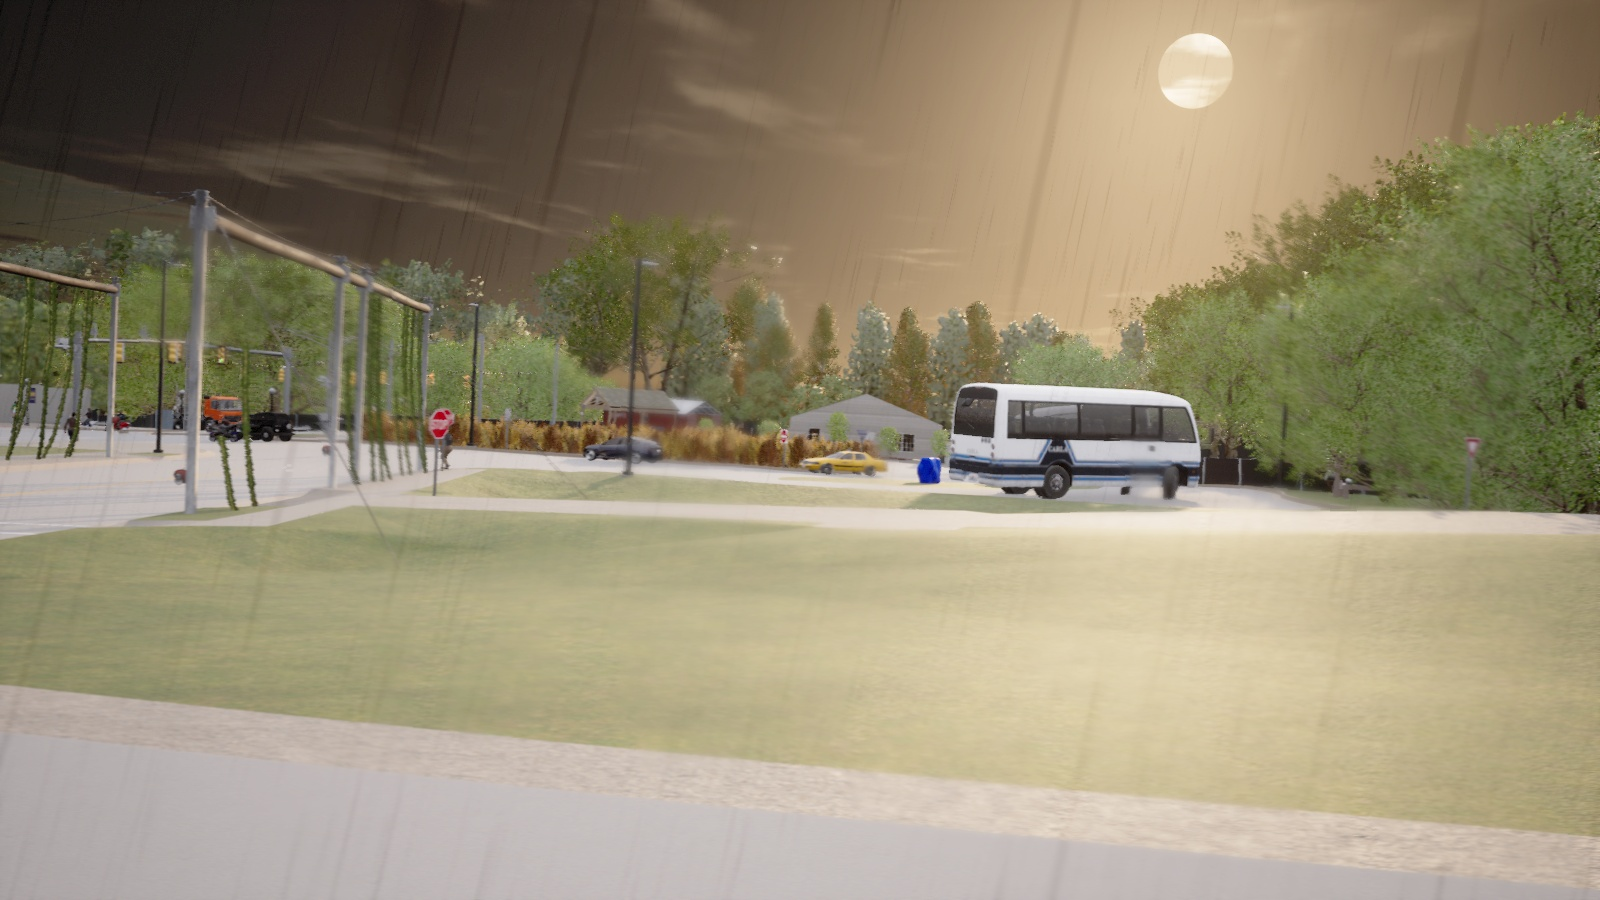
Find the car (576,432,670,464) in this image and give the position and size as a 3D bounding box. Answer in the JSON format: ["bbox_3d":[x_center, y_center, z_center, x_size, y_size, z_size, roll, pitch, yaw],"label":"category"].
[{"bbox_3d":[-10.109,-0.109,71.742,4.792,1.488,2.163,4,2,23],"label":"car"}]

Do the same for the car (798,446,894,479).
[{"bbox_3d":[2.712,0.722,74.037,5.366,1.575,1.801,4,1,-26],"label":"car"}]

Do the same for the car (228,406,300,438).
[{"bbox_3d":[-33.957,-1.753,79.553,3.866,1.878,1.905,2,2,20],"label":"car"}]

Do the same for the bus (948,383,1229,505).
[{"bbox_3d":[11.314,-0.200,49.046,10.273,4.253,3.944,1,4,-26],"label":"bus"}]

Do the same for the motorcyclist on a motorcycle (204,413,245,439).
[{"bbox_3d":[-34.796,-1.445,75.910,2.191,1.530,0.866,2,2,17],"label":"motorcyclist on a motorcycle"}]

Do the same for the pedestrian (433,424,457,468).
[{"bbox_3d":[-15.232,-0.189,53.908,0.694,1.848,0.540,4,2,21],"label":"pedestrian"}]
